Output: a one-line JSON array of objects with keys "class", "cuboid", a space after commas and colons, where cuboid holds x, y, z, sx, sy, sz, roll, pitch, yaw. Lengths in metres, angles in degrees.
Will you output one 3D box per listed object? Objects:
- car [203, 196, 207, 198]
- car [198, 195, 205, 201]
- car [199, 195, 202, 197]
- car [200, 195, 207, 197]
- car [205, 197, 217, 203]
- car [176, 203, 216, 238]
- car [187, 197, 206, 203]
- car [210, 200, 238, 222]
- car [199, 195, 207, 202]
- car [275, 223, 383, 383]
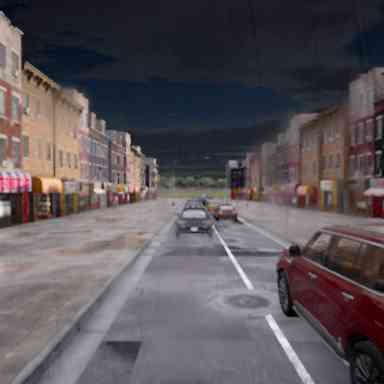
[{"class": "car", "cuboid": [2.656, 1.600, 43.253, 2.008, 1.369, 4.403, -1, 0, 0]}, {"class": "car", "cuboid": [2.695, 1.684, 93.046, 1.947, 1.339, 4.313, -1, 0, 0]}, {"class": "car", "cuboid": [2.669, 1.637, 59.851, 1.947, 1.339, 4.313, -1, 0, 0]}, {"class": "car", "cuboid": [2.665, 1.630, 54.318, 1.947, 1.339, 4.313, -1, 0, 0]}, {"class": "car", "cuboid": [2.651, 1.568, 37.891, 1.752, 1.417, 4.829, -1, 0, 0]}, {"class": "car", "cuboid": [0.110, 1.545, 17.643, 1.812, 1.442, 4.674, 0, 0, 0]}, {"class": "car", "cuboid": [0.129, 1.588, 36.439, 2.033, 1.411, 5.357, 0, 0, 0]}, {"class": "car", "cuboid": [2.644, 1.611, 26.656, 1.802, 1.307, 4.206, -1, 0, 0]}, {"class": "car", "cuboid": [2.683, 1.542, 81.981, 1.967, 1.590, 4.097, -1, 0, 0]}, {"class": "car", "cuboid": [2.620, 1.320, 4.526, 2.192, 1.841, 5.009, -1, 0, 0]}]
